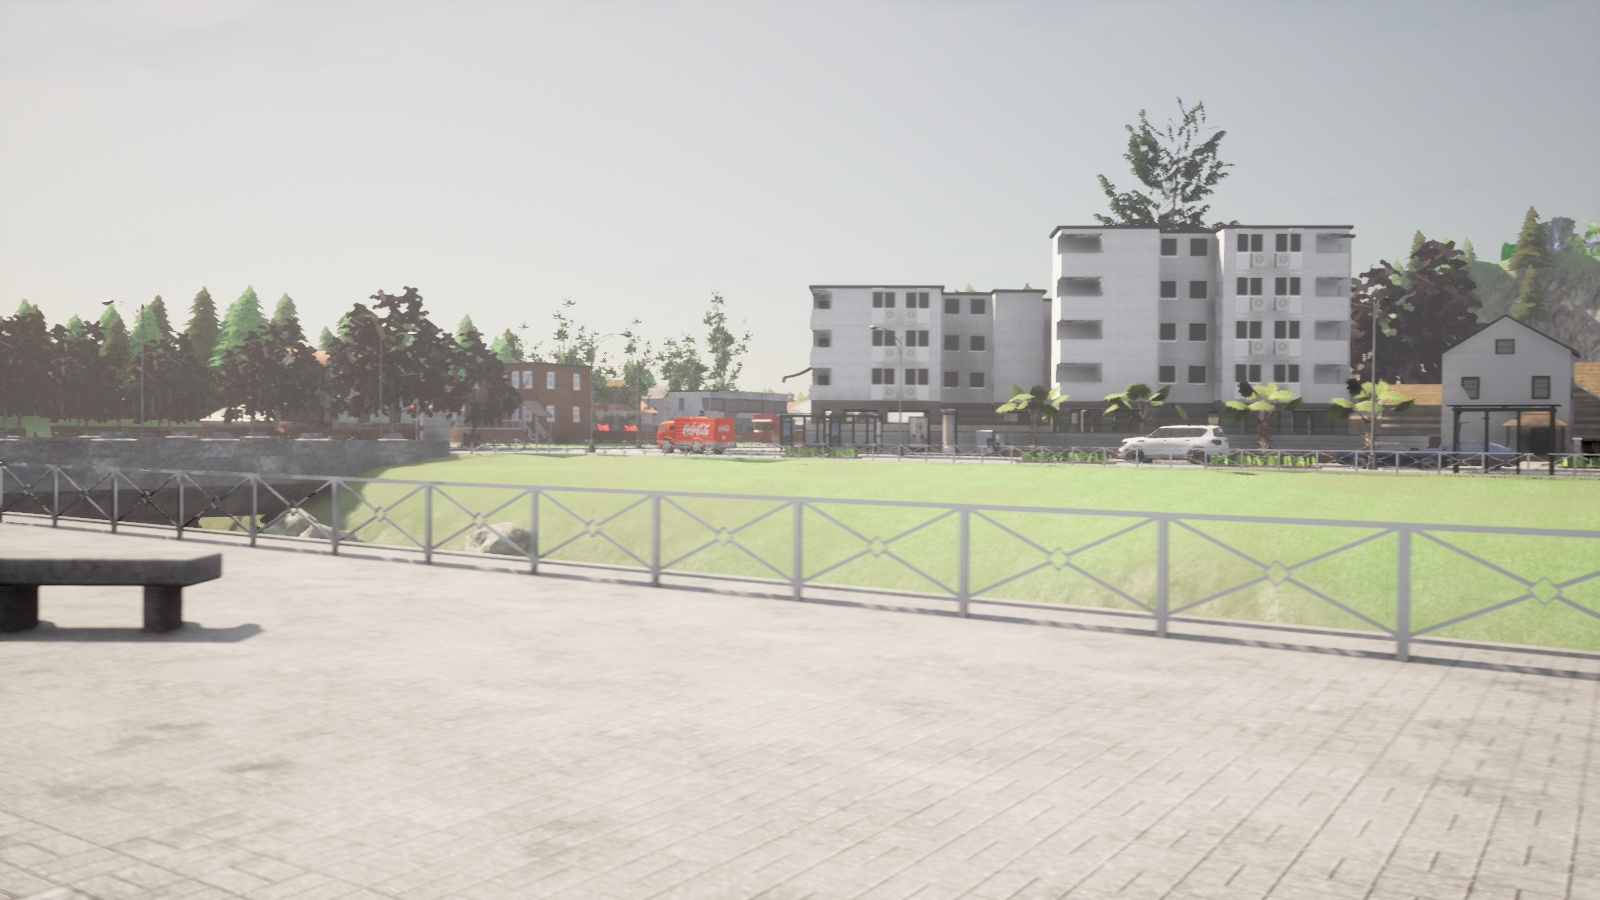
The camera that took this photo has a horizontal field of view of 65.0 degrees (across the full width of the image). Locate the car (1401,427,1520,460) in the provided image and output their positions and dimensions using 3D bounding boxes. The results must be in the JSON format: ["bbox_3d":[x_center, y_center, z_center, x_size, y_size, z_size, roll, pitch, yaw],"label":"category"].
[{"bbox_3d":[30.502,-0.311,58.035,4.674,1.442,1.812,0,1,34],"label":"car"}]

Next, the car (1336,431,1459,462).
[{"bbox_3d":[26.567,-0.171,55.849,4.718,1.301,1.895,0,1,34],"label":"car"}]

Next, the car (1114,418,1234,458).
[{"bbox_3d":[19.451,-0.618,65.374,5.566,2.045,2.150,0,1,34],"label":"car"}]

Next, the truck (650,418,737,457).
[{"bbox_3d":[-7.066,-0.824,82.996,5.204,2.467,2.627,0,1,34],"label":"truck"}]
